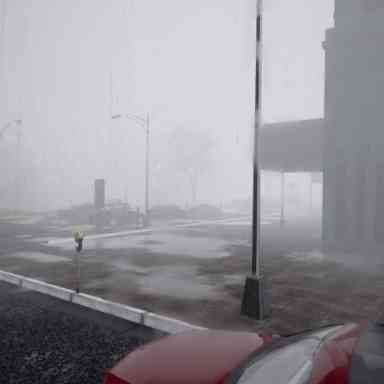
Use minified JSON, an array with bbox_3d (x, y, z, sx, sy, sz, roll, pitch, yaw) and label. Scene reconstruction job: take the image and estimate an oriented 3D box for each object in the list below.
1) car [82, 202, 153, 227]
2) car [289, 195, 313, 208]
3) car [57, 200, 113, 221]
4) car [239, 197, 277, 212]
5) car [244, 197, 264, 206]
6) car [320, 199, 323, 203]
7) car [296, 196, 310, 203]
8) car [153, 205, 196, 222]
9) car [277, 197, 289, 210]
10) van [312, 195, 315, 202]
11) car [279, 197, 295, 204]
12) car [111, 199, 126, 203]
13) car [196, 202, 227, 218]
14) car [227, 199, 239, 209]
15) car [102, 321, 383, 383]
[{"bbox_3d":[-5.199,1.693,23.788,2.008,1.369,4.403,1,0,36],"label":"car"},{"bbox_3d":[18.243,1.770,56.012,1.967,1.590,4.097,1,0,36],"label":"car"},{"bbox_3d":[-9.245,1.619,28.276,1.994,1.385,4.181,1,0,36],"label":"car"},{"bbox_3d":[8.473,1.566,42.528,2.192,1.841,5.009,1,0,36],"label":"car"},{"bbox_3d":[11.381,1.723,60.825,1.752,1.417,4.829,1,0,36],"label":"car"},{"bbox_3d":[28.183,1.937,69.583,1.752,1.417,4.829,1,0,36],"label":"car"},{"bbox_3d":[27.781,1.858,83.216,1.752,1.417,4.829,1,0,36],"label":"car"},{"bbox_3d":[-1.960,1.734,28.211,1.947,1.339,4.313,1,0,36],"label":"car"},{"bbox_3d":[11.726,1.717,47.027,1.967,1.590,4.097,1,0,36],"label":"car"},{"bbox_3d":[31.163,1.703,87.831,1.690,1.788,3.998,1,0,36],"label":"van"},{"bbox_3d":[21.321,1.845,74.396,1.947,1.339,4.313,1,0,36],"label":"car"},{"bbox_3d":[-8.302,1.477,34.169,1.967,1.590,4.097,1,0,36],"label":"car"},{"bbox_3d":[1.277,1.775,32.632,1.802,1.307,4.206,1,0,36],"label":"car"},{"bbox_3d":[6.483,1.729,49.655,2.033,1.411,5.357,1,0,37],"label":"car"},{"bbox_3d":[1.124,1.582,2.059,4.206,1.307,1.802,0,1,35],"label":"car"}]
